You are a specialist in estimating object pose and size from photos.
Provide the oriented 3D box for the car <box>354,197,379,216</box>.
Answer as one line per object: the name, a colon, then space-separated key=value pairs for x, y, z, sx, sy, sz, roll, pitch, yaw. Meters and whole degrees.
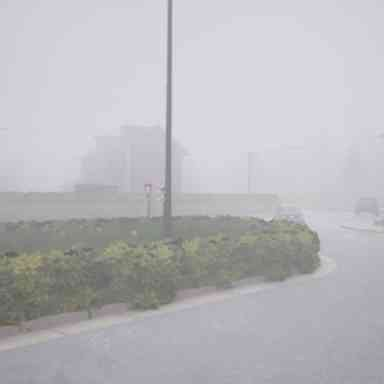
car: x=19.482 y=1.602 z=37.149 sx=2.150 sy=2.045 sz=5.566 roll=0 pitch=0 yaw=25

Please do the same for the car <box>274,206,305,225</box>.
car: x=7.303 y=1.754 z=24.962 sx=2.033 sy=1.411 sz=5.357 roll=0 pitch=0 yaw=12
